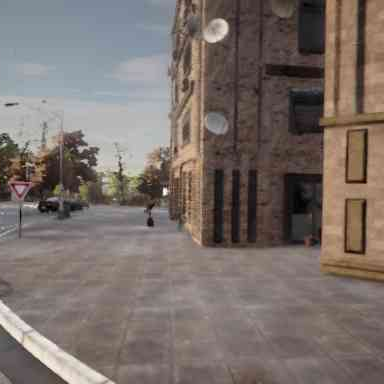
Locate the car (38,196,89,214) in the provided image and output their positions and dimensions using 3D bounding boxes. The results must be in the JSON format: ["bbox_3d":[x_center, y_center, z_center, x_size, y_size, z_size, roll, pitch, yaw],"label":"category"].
[{"bbox_3d":[-11.446,1.145,30.065,1.882,1.535,5.008,0,0,22],"label":"car"}]
